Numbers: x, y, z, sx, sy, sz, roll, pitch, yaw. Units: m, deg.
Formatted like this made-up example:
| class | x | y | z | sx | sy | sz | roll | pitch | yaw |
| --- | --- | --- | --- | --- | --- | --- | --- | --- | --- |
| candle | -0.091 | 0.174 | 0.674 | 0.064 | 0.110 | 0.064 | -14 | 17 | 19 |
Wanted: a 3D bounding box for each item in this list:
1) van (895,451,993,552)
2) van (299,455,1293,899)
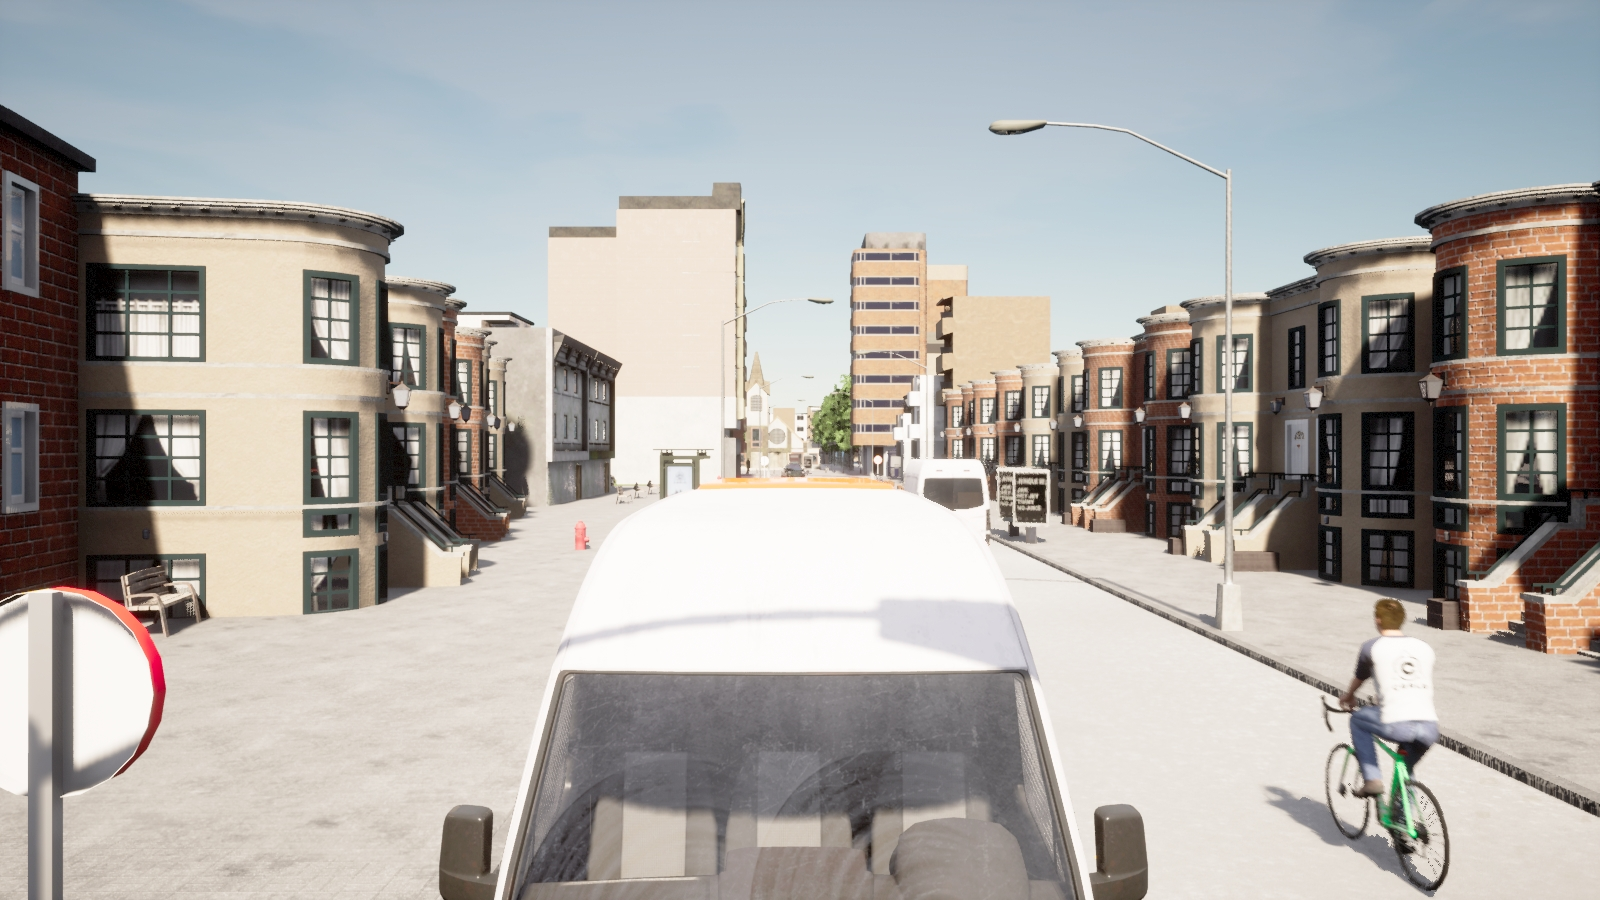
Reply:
| class | x | y | z | sx | sy | sz | roll | pitch | yaw |
| --- | --- | --- | --- | --- | --- | --- | --- | --- | --- |
| van | 3.901 | 1.315 | 31.971 | 1.988 | 2.561 | 5.915 | 0 | 0 | 0 |
| van | -0.019 | 1.314 | 5.243 | 1.988 | 2.561 | 5.915 | 0 | 0 | 0 |
